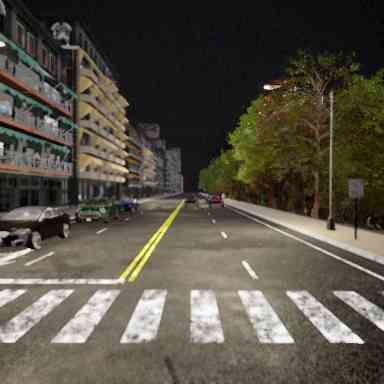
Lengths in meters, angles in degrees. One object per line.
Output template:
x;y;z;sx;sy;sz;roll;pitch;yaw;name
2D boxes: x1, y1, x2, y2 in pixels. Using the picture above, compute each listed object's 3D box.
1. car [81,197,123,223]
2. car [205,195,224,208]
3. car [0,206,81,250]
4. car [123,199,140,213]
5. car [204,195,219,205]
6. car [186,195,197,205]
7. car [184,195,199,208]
-6.610;1.172;23.551;2.097;1.767;4.553;0;0;0;car
3.205;1.260;44.138;2.128;1.511;4.902;0;0;0;car
-6.609;1.362;13.747;2.128;1.511;4.902;0;0;0;car
-6.581;1.370;33.812;1.895;1.301;4.718;0;0;0;car
3.193;1.210;54.558;2.128;1.511;4.902;0;0;0;car
-0.056;1.228;54.555;1.812;1.442;4.674;0;0;0;car
-0.045;1.243;44.131;2.128;1.511;4.902;0;0;0;car
